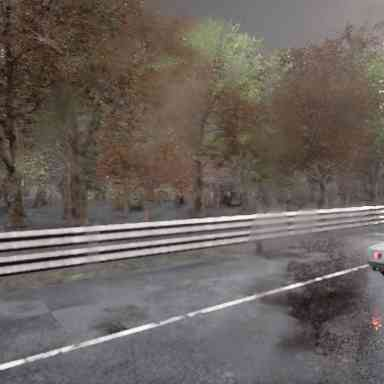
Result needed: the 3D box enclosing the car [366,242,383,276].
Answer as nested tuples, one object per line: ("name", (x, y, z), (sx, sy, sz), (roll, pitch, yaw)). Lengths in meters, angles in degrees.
("car", (6.581, 1.508, 8.627), (4.718, 1.301, 1.895), (-1, 0, -36))
